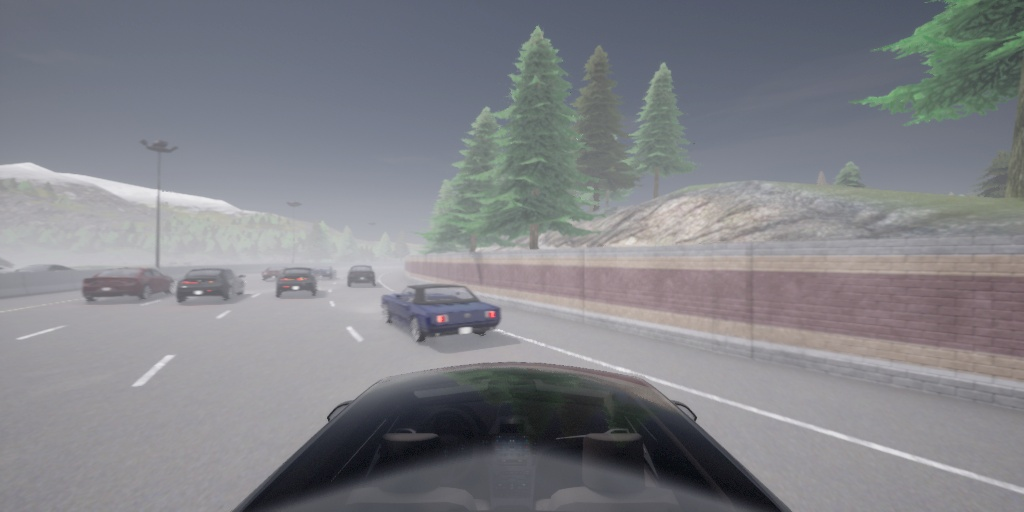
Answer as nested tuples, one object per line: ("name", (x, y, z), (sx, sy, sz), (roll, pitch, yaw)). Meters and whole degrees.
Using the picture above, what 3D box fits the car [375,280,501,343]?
("car", (-2.251, 1.428, 10.071), (1.895, 1.301, 4.718), (1, -1, -33))

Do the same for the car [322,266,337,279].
("car", (-18.373, 1.600, 35.174), (1.895, 1.301, 4.718), (1, -1, -20))

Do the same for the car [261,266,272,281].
("car", (-21.343, 1.557, 33.077), (1.895, 1.301, 4.718), (1, -1, -20))

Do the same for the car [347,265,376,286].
("car", (-11.524, 1.436, 27.436), (1.882, 1.535, 5.008), (1, -1, -24))

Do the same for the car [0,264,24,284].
("car", (-37.107, 1.286, 24.740), (1.812, 1.442, 4.674), (1, -1, -21))

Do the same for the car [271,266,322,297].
("car", (-11.943, 1.379, 20.137), (1.837, 1.490, 4.892), (1, -1, -27))

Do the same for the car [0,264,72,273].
("car", (-33.752, 1.320, 25.773), (1.812, 1.442, 4.674), (1, -1, -21))

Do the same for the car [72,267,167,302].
("car", (-18.461, 1.281, 17.541), (1.882, 1.535, 5.008), (1, -1, -27))

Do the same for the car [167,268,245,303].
("car", (-14.506, 1.333, 17.473), (1.837, 1.490, 4.892), (1, -1, -27))
